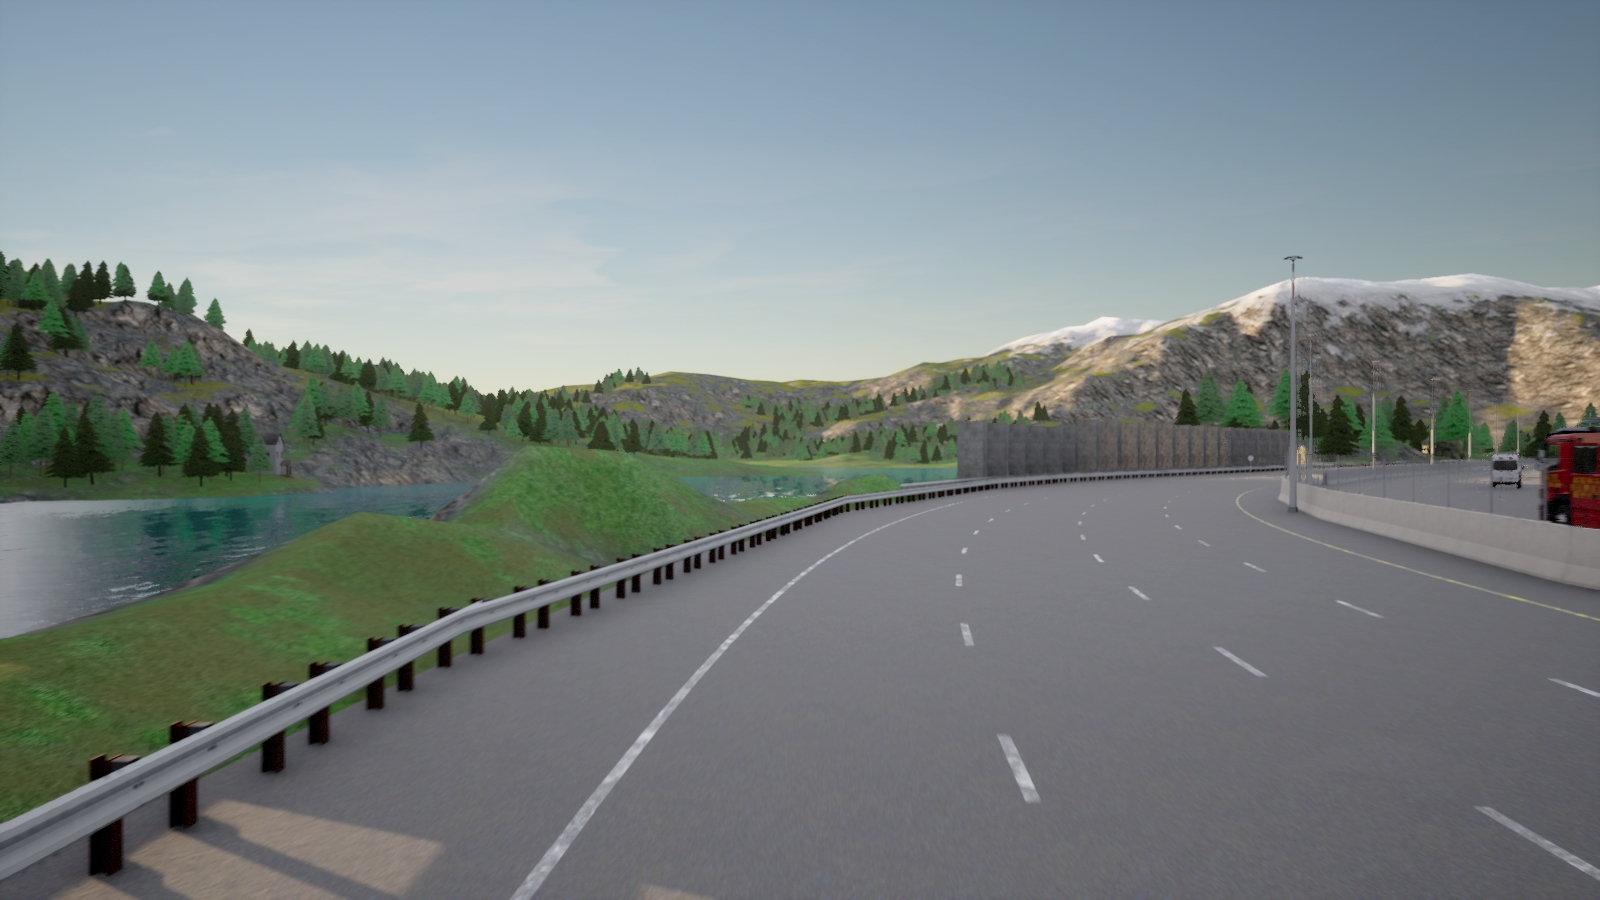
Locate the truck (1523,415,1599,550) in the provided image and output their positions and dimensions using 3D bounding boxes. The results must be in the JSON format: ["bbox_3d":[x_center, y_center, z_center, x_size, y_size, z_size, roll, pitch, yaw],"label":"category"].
[{"bbox_3d":[24.418,0.922,33.276,2.891,3.827,8.468,0,0,12],"label":"truck"}]
